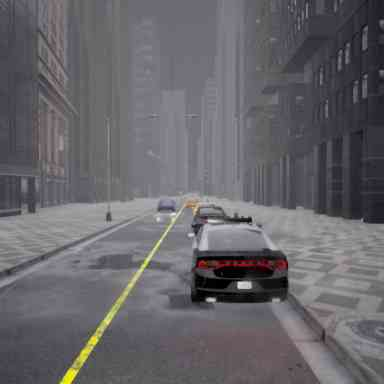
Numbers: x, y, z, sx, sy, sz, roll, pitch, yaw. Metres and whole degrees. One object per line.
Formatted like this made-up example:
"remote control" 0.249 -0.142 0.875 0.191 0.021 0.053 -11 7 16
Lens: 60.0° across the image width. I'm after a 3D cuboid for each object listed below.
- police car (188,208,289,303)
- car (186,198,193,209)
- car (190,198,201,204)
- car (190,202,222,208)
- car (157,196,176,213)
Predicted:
"police car" 0.929 1.424 8.389 1.930 1.638 5.238 0 0 0
"car" 0.199 1.517 47.048 1.882 1.535 5.008 0 0 1
"car" 0.989 1.488 24.281 1.882 1.535 5.008 0 0 0
"car" 0.966 1.509 18.280 1.837 1.490 4.892 0 0 0
"car" -2.860 1.504 37.981 1.882 1.535 5.008 0 0 0
